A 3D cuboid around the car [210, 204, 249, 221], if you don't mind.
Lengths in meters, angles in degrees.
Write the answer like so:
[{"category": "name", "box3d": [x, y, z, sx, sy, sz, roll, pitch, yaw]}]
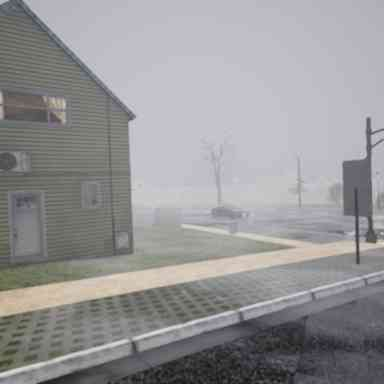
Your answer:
[{"category": "car", "box3d": [3.695, 1.984, 33.152, 2.128, 1.511, 4.902, -3, 1, -30]}]
